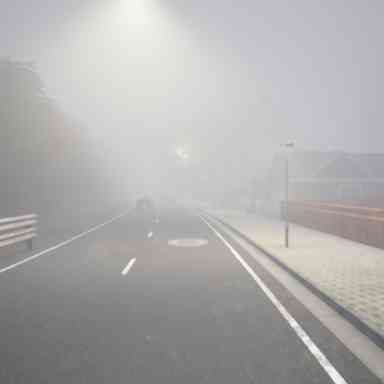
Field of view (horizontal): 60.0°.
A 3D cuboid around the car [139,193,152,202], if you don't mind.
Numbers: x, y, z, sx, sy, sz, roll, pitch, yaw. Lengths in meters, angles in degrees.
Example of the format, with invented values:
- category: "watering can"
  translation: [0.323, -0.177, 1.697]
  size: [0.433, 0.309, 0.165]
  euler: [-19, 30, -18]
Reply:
- category: "car"
  translation: [-8.638, 1.021, 61.549]
  size: [2.128, 1.511, 4.902]
  euler: [0, 1, -9]

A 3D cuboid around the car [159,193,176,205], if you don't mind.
- category: "car"
  translation: [-3.473, 1.183, 50.829]
  size: [2.033, 1.411, 5.357]
  euler: [0, 1, -8]

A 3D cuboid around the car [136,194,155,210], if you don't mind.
- category: "car"
  translation: [-5.487, 1.283, 38.868]
  size: [1.837, 1.490, 4.892]
  euler: [0, 0, -6]

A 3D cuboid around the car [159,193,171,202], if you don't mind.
- category: "car"
  translation: [-5.026, 1.023, 61.171]
  size: [1.837, 1.490, 4.892]
  euler: [0, 1, -9]
